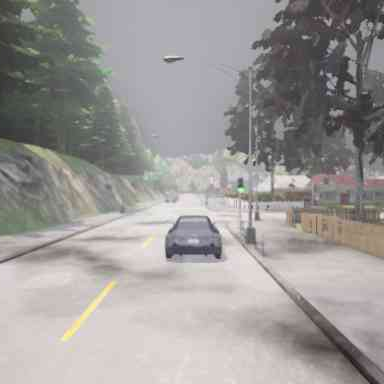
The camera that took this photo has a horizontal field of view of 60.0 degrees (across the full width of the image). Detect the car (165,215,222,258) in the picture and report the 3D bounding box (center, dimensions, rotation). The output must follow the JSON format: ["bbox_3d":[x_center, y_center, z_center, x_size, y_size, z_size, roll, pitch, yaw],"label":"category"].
[{"bbox_3d":[0.062,1.552,12.694,1.994,1.385,4.181,0,0,0],"label":"car"}]

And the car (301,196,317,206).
[{"bbox_3d":[15.775,1.260,46.318,1.994,1.381,4.181,0,0,0],"label":"car"}]

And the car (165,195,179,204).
[{"bbox_3d":[-4.036,1.439,64.012,2.128,1.511,4.902,0,0,1],"label":"car"}]

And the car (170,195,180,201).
[{"bbox_3d":[-4.019,1.466,79.501,2.033,1.411,5.357,0,0,0],"label":"car"}]
